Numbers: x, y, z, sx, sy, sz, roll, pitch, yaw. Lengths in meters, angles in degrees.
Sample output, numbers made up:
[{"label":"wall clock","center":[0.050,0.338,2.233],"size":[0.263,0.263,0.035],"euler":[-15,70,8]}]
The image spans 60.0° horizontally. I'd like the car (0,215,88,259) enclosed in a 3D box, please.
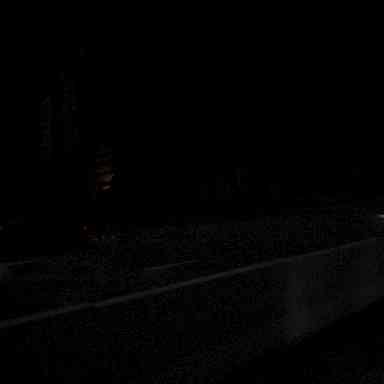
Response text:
[{"label":"car","center":[-6.178,1.594,12.631],"size":[4.181,1.385,1.994],"euler":[-1,0,-37]}]
